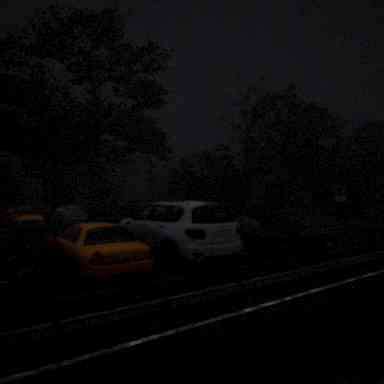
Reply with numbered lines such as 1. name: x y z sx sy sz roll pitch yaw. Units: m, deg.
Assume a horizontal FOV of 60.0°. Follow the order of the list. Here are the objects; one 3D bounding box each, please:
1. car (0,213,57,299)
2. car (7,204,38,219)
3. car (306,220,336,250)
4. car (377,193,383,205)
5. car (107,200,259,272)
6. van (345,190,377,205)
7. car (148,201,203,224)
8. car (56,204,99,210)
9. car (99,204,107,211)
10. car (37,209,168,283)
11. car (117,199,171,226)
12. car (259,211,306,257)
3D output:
1. car: -5.193 1.539 8.317 2.231 1.521 4.892 0 0 -35
2. car: -10.329 1.540 20.464 1.946 1.575 5.366 0 0 -35
3. car: 3.907 1.614 14.682 2.163 1.488 4.792 0 0 -35
4. car: 22.707 0.947 44.280 2.002 1.452 4.674 0 0 -35
5. car: -0.665 1.310 11.533 2.435 2.045 5.566 0 0 -35
6. van: 20.594 0.692 42.636 1.878 1.987 4.442 0 1 -35
7. car: -1.474 1.588 26.920 2.097 1.535 5.008 0 0 -35
8. car: -8.169 1.595 22.208 2.002 1.452 4.674 0 0 -35
9. car: -5.889 1.596 23.781 2.163 1.488 4.792 0 0 -35
10. car: -3.026 1.547 10.062 1.946 1.575 5.366 0 0 -35
11. car: -3.761 1.452 25.355 2.185 1.767 4.553 0 0 -35
12. car: 1.617 1.573 13.112 2.097 1.535 5.008 0 0 -35
